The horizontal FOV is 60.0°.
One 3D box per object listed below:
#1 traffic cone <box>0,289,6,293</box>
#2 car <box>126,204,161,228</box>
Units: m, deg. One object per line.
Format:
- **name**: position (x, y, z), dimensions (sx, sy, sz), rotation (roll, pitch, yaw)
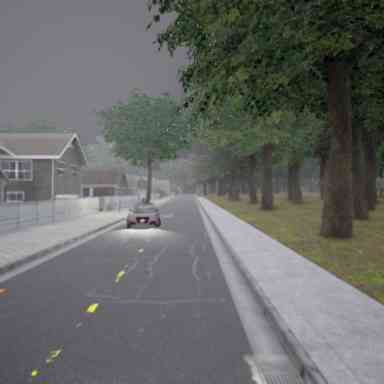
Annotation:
- **traffic cone**: position (-4.376, 1.921, 7.342), dimensions (0.340, 0.580, 0.340), rotation (0, 0, 0)
- **car**: position (-3.068, 1.466, 21.240), dimensions (1.994, 1.385, 4.181), rotation (0, 0, -6)
